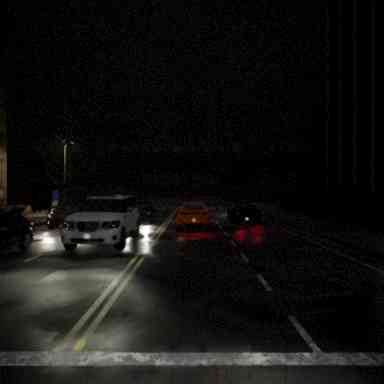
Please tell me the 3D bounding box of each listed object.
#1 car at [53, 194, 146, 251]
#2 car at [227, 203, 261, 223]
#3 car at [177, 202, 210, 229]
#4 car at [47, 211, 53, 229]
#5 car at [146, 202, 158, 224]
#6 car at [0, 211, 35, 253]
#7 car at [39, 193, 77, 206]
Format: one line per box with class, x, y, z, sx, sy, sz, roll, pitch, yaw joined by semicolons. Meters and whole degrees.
car;-3.572;1.139;14.102;2.150;2.045;5.566;0;0;0
car;3.600;1.462;23.956;1.895;1.301;4.718;0;0;0
car;0.101;1.358;20.552;1.882;1.535;5.008;0;0;0
car;-7.038;1.234;20.336;2.097;1.767;4.553;0;0;1
car;-3.508;1.428;23.463;1.994;1.385;4.181;0;0;0
car;-7.087;1.440;11.150;1.837;1.490;4.892;0;0;0
car;-18.923;1.023;47.242;4.553;1.767;2.097;0;0;0
